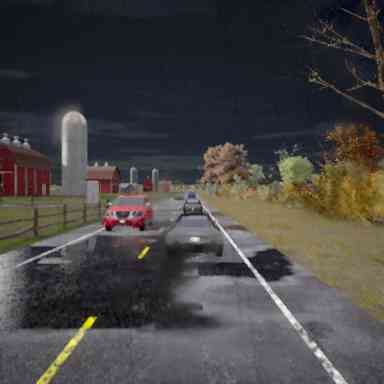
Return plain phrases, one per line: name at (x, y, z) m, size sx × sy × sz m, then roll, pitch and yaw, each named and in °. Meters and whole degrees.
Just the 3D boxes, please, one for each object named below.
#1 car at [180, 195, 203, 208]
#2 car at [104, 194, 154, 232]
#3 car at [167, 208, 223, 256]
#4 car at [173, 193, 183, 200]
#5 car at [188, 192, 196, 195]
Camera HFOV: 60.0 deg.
car at (0.092, 1.383, 33.544) m, size 2.128 × 1.511 × 4.902 m, roll 0°, pitch 0°, yaw 0°
car at (-3.586, 1.159, 19.929) m, size 2.150 × 2.045 × 5.566 m, roll 0°, pitch 0°, yaw 0°
car at (0.096, 1.522, 12.971) m, size 1.994 × 1.385 × 4.181 m, roll 0°, pitch 0°, yaw 0°
car at (-3.513, 1.286, 81.124) m, size 1.994 × 1.385 × 4.181 m, roll 0°, pitch 0°, yaw 0°
car at (-0.016, 0.910, 93.185) m, size 2.150 × 2.045 × 5.566 m, roll 0°, pitch 0°, yaw 0°
